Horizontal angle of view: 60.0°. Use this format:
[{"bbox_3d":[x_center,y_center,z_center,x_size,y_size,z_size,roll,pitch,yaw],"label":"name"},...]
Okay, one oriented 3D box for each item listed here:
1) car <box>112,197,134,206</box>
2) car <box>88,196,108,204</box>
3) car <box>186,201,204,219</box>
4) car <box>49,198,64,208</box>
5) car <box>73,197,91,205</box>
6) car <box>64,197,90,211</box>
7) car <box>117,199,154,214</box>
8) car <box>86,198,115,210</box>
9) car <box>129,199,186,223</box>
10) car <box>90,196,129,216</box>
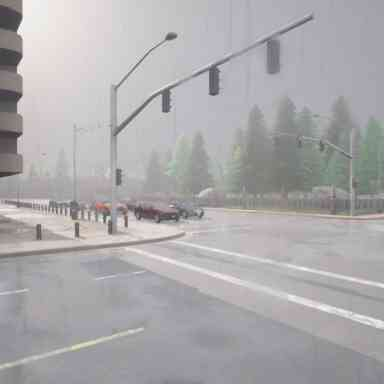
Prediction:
[{"bbox_3d":[-11.766,1.581,56.635,1.812,1.442,4.674,0,0,-36],"label":"car"},{"bbox_3d":[-18.740,1.547,66.049,2.128,1.511,4.902,0,0,-36],"label":"car"},{"bbox_3d":[-0.867,1.547,29.758,2.128,1.511,4.902,0,0,-36],"label":"car"},{"bbox_3d":[-20.021,1.603,49.856,2.033,1.411,5.357,0,0,-36],"label":"car"},{"bbox_3d":[-20.807,1.656,62.957,1.895,1.301,4.718,0,0,-36],"label":"car"},{"bbox_3d":[-13.748,1.547,41.307,2.128,1.511,4.902,0,0,-36],"label":"car"},{"bbox_3d":[-6.385,1.547,37.224,2.128,1.511,4.902,0,0,-36],"label":"car"},{"bbox_3d":[-12.552,1.603,45.580,2.033,1.411,5.357,0,0,-36],"label":"car"},{"bbox_3d":[-2.851,1.533,26.553,1.882,1.535,5.008,0,0,-36],"label":"car"},{"bbox_3d":[-8.320,1.407,33.947,2.097,1.767,4.553,0,0,-36],"label":"car"}]
